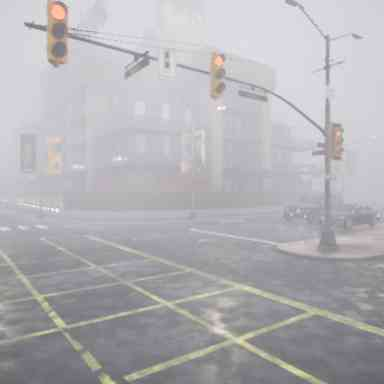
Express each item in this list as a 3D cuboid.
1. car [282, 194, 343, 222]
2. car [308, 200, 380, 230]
[{"bbox_3d":[9.107,1.190,24.489,5.566,2.045,2.150,0,0,-35],"label":"car"},{"bbox_3d":[9.771,1.462,20.690,4.902,1.511,2.128,0,0,-35],"label":"car"}]
